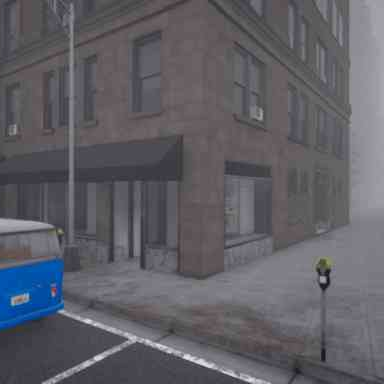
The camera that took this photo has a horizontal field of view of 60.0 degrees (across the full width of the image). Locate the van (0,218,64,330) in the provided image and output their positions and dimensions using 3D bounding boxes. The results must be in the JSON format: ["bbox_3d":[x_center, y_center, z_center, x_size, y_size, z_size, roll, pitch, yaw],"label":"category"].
[{"bbox_3d":[-4.024,1.337,5.949,3.998,1.788,1.690,0,0,36],"label":"van"}]
